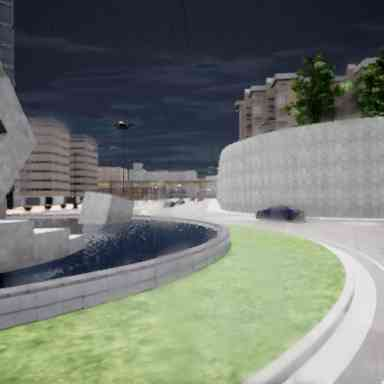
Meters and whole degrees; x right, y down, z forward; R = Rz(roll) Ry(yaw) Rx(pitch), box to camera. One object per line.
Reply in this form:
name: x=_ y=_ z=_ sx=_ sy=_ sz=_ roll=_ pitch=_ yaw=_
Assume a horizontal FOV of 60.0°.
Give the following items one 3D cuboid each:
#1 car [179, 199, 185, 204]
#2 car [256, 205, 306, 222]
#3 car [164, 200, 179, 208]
car: x=-2.886 y=2.562 z=87.949 sx=1.994 sy=1.385 sz=4.181 roll=-1 pitch=-1 yaw=4
car: x=7.613 y=1.812 z=28.665 sx=1.994 sy=1.385 sz=4.181 roll=0 pitch=-1 yaw=-42
car: x=-4.347 y=2.337 z=65.375 sx=1.994 sy=1.385 sz=4.181 roll=-1 pitch=-1 yaw=3
